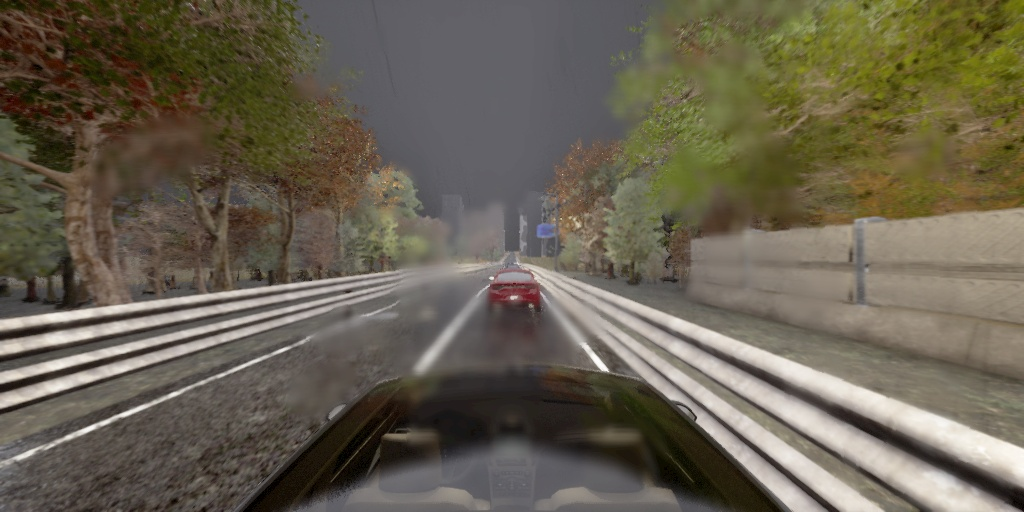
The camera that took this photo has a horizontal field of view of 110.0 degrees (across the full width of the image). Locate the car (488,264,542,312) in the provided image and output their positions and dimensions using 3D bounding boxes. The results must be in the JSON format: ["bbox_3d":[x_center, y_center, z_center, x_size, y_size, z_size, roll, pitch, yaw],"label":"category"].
[{"bbox_3d":[0.099,1.253,14.392,1.882,1.535,5.008,0,0,0],"label":"car"}]
